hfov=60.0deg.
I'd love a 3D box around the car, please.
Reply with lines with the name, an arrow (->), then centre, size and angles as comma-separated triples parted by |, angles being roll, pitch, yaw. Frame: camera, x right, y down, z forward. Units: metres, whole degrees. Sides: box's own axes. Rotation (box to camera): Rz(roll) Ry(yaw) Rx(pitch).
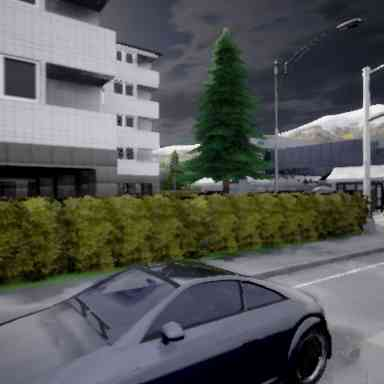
car -> -0.330, 1.555, 3.725 | 4.181, 1.385, 1.994 | 0, 0, -35
